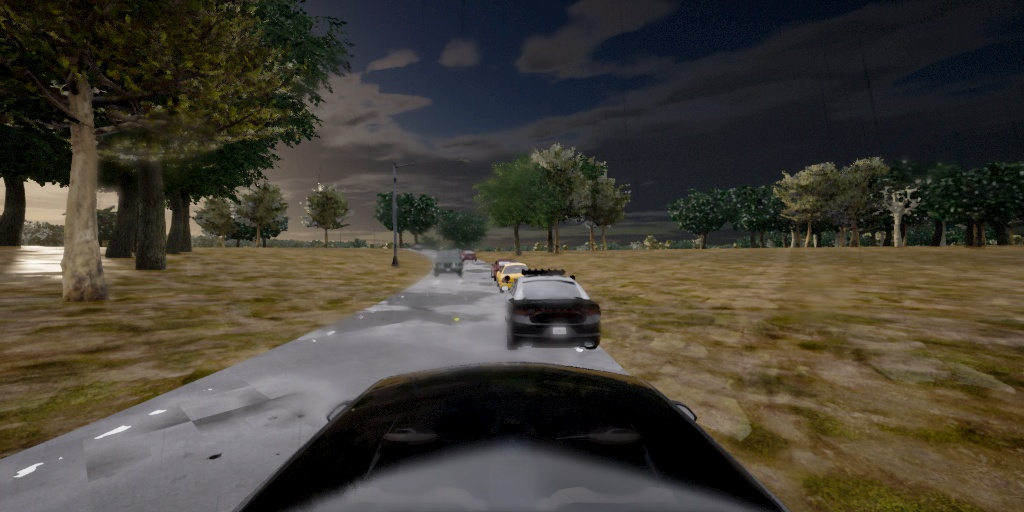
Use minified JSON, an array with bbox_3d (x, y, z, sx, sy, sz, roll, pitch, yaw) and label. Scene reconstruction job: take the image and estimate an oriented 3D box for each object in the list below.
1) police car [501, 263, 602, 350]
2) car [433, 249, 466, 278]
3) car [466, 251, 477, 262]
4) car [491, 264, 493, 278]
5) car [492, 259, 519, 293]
[{"bbox_3d":[0.777,1.143,9.146,1.930,1.638,5.238,0,0,-2],"label":"police car"},{"bbox_3d":[-4.989,0.575,28.600,2.150,2.045,5.566,0,2,-8],"label":"car"},{"bbox_3d":[-6.216,-0.035,51.198,1.882,1.535,5.008,0,2,-14],"label":"car"},{"bbox_3d":[-0.464,0.930,25.167,1.812,1.442,4.674,-1,1,-7],"label":"car"},{"bbox_3d":[0.120,1.017,19.309,1.801,1.575,5.366,-2,2,-5],"label":"car"}]
